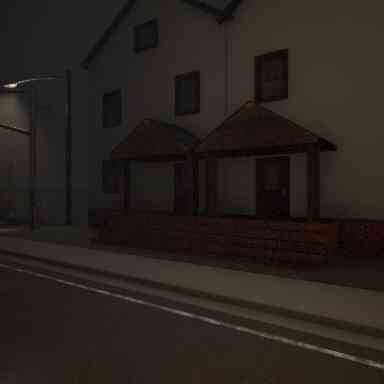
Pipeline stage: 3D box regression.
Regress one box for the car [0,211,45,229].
[{"bbox_3d":[-15.586,2.488,29.646,2.128,1.511,4.902,0,-9,36],"label":"car"}]
